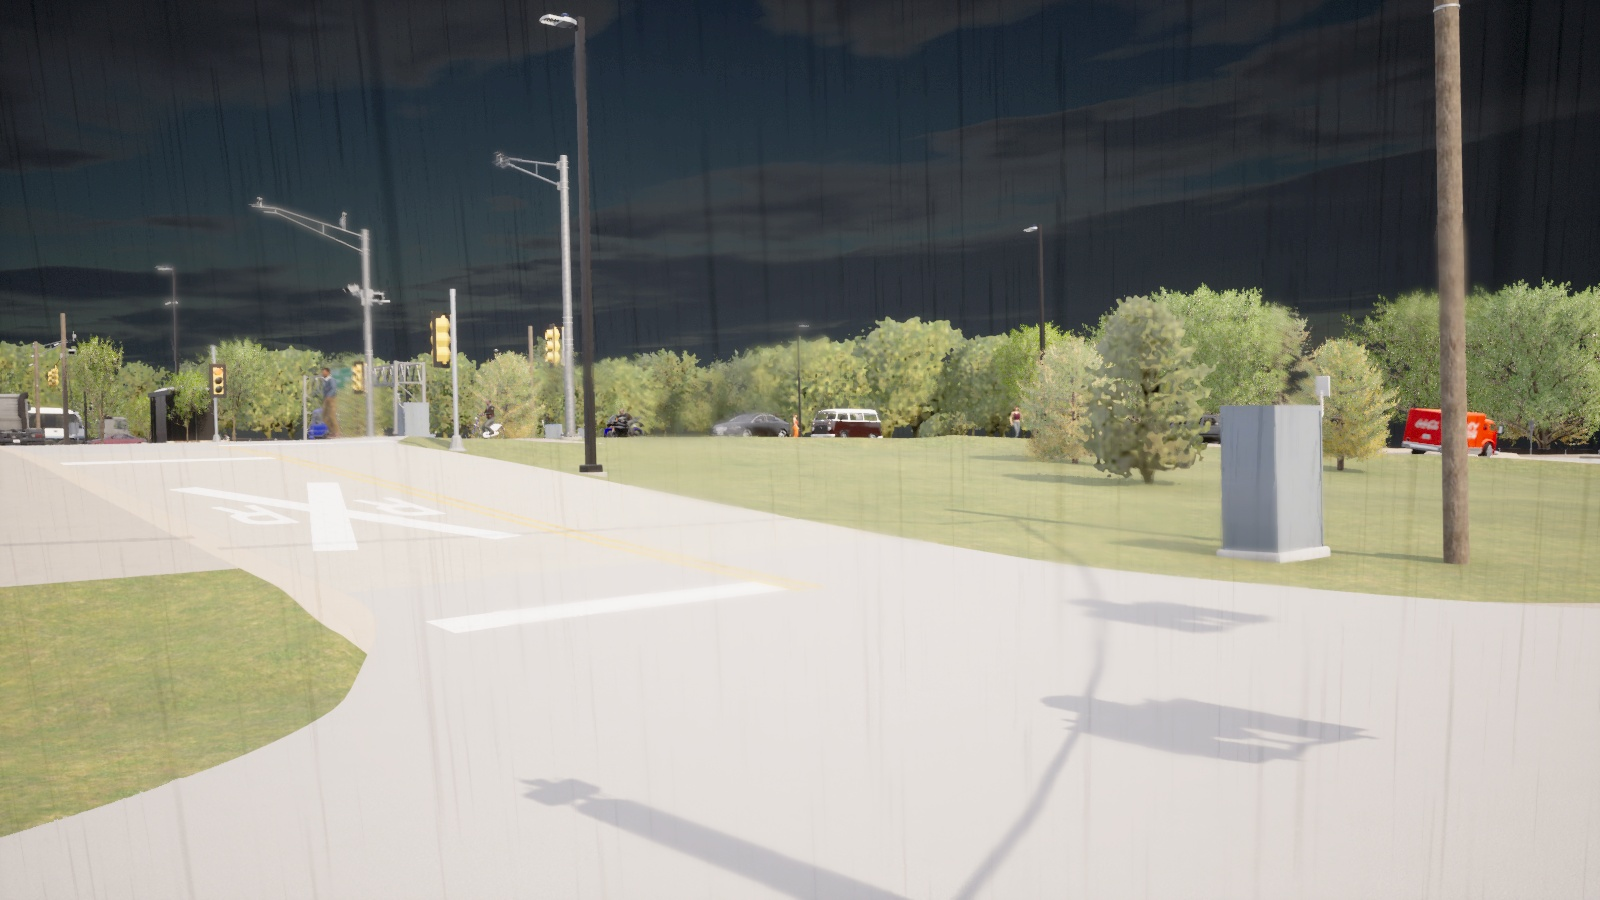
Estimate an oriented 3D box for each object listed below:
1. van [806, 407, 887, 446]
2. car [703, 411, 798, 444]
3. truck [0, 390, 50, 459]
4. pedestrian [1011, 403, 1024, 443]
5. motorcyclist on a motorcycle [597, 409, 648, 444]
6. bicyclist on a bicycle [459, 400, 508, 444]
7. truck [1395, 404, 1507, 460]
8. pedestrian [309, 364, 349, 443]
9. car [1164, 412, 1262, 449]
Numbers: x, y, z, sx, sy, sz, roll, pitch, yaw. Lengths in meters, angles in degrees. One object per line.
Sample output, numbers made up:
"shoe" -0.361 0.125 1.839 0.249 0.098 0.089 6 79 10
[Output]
"van" 2.610 -1.298 70.299 2.069 2.038 4.480 -1 -1 43
"car" -2.427 -1.099 62.692 2.128 1.511 4.902 -1 -1 36
"truck" -42.447 -1.262 67.001 2.891 3.462 7.936 -2 1 -39
"pedestrian" 10.106 -1.246 58.467 0.345 1.836 0.594 -2 1 -12
"motorcyclist on a motorcycle" -7.991 -1.046 56.679 0.866 1.530 2.191 -1 -1 44
"bicyclist on a bicycle" -13.016 -1.157 51.704 1.843 1.776 0.659 -1 0 -43
"truck" 33.227 -0.911 64.067 5.204 2.467 2.627 0 7 -33
"pedestrian" -11.866 -1.160 31.636 0.423 1.949 0.788 -1 1 42
"car" 22.142 -1.101 67.439 1.932 1.855 4.605 -2 3 -44
